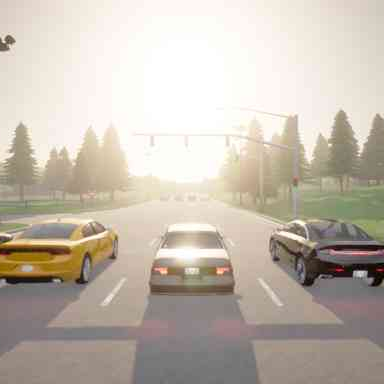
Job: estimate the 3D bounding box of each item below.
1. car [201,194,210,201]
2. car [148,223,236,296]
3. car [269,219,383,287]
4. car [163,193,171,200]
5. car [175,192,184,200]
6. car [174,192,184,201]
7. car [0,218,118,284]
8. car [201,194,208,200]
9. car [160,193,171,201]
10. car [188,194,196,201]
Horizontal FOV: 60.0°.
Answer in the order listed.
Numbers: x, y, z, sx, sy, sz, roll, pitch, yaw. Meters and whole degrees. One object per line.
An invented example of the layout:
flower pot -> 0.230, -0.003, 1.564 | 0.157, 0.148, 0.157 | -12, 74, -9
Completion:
car -> 3.491, 1.517, 83.931 | 1.812, 1.442, 4.674 | 0, 0, 0
car -> 0.004, 1.547, 8.828 | 2.033, 1.411, 5.357 | 0, 0, 0
car -> 3.511, 1.492, 9.349 | 2.128, 1.511, 4.902 | 0, 0, 0
car -> -7.010, 1.188, 93.903 | 2.097, 1.767, 4.553 | 0, 0, 0
car -> -3.510, 1.058, 93.964 | 2.150, 2.045, 5.566 | 0, 0, 0
car -> -3.509, 1.469, 83.514 | 1.882, 1.535, 5.008 | 0, 0, 0
car -> -3.488, 1.478, 9.582 | 1.882, 1.535, 5.008 | 0, 0, 1
car -> 3.490, 1.357, 93.934 | 1.812, 1.442, 4.674 | 0, 0, 0
car -> -7.009, 1.492, 83.513 | 1.837, 1.490, 4.892 | 0, 0, 0
car -> -0.009, 1.346, 83.867 | 2.097, 1.767, 4.553 | 0, 0, 0
